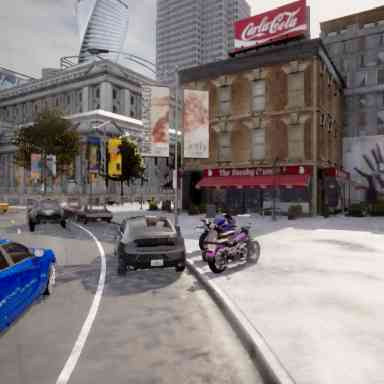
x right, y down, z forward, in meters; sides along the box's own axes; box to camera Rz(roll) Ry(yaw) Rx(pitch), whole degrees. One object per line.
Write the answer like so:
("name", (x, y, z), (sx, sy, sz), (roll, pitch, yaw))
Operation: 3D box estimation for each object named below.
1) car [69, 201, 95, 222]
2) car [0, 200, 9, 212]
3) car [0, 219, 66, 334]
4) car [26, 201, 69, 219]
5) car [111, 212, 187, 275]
("car", (-10.641, 1.512, 29.304), (2.002, 1.452, 4.674), (0, 0, -38))
("car", (-21.868, 1.437, 36.441), (5.366, 1.575, 1.801), (0, 0, 41))
("car", (-3.739, 1.475, 5.520), (1.882, 1.535, 5.008), (0, 0, -8))
("car", (-9.833, 1.344, 22.219), (2.097, 1.767, 4.553), (0, 0, -29))
("car", (-1.487, 1.504, 10.572), (1.837, 1.490, 4.892), (0, 0, -15))
